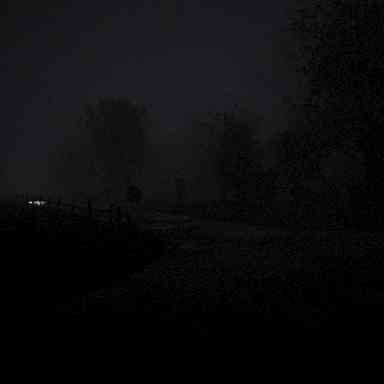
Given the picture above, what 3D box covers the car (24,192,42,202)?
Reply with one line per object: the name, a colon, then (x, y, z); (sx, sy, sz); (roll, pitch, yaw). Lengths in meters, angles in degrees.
car: (-24.818, 0.750, 51.855); (1.994, 1.385, 4.181); (-1, 1, -36)
